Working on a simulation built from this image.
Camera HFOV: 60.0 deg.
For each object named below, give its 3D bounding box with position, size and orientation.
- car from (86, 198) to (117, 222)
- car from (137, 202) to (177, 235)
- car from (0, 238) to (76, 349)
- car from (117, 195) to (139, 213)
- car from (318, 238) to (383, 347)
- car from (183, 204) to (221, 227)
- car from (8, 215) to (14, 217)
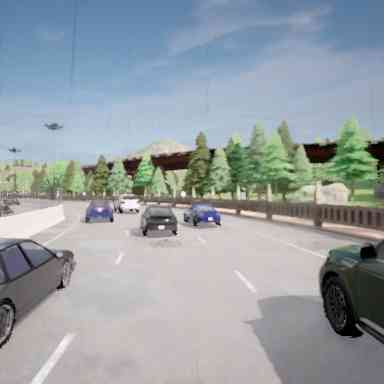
[{"bbox_3d":[-7.617,1.420,27.424,2.097,1.767,4.553,0,0,-16],"label":"car"},{"bbox_3d":[-1.986,1.539,19.119,1.837,1.490,4.892,0,0,-11],"label":"car"},{"bbox_3d":[-3.726,1.571,6.115,2.033,1.411,5.357,0,0,-4],"label":"car"},{"bbox_3d":[-7.542,1.304,38.158,2.150,2.045,5.566,0,0,-22],"label":"car"},{"bbox_3d":[3.387,1.213,3.540,2.150,2.045,5.566,0,0,-2],"label":"car"},{"bbox_3d":[0.655,1.555,23.349,1.812,1.442,4.674,0,0,-13],"label":"car"},{"bbox_3d":[-13.966,1.593,23.546,1.837,1.490,4.892,0,0,-15],"label":"car"}]
